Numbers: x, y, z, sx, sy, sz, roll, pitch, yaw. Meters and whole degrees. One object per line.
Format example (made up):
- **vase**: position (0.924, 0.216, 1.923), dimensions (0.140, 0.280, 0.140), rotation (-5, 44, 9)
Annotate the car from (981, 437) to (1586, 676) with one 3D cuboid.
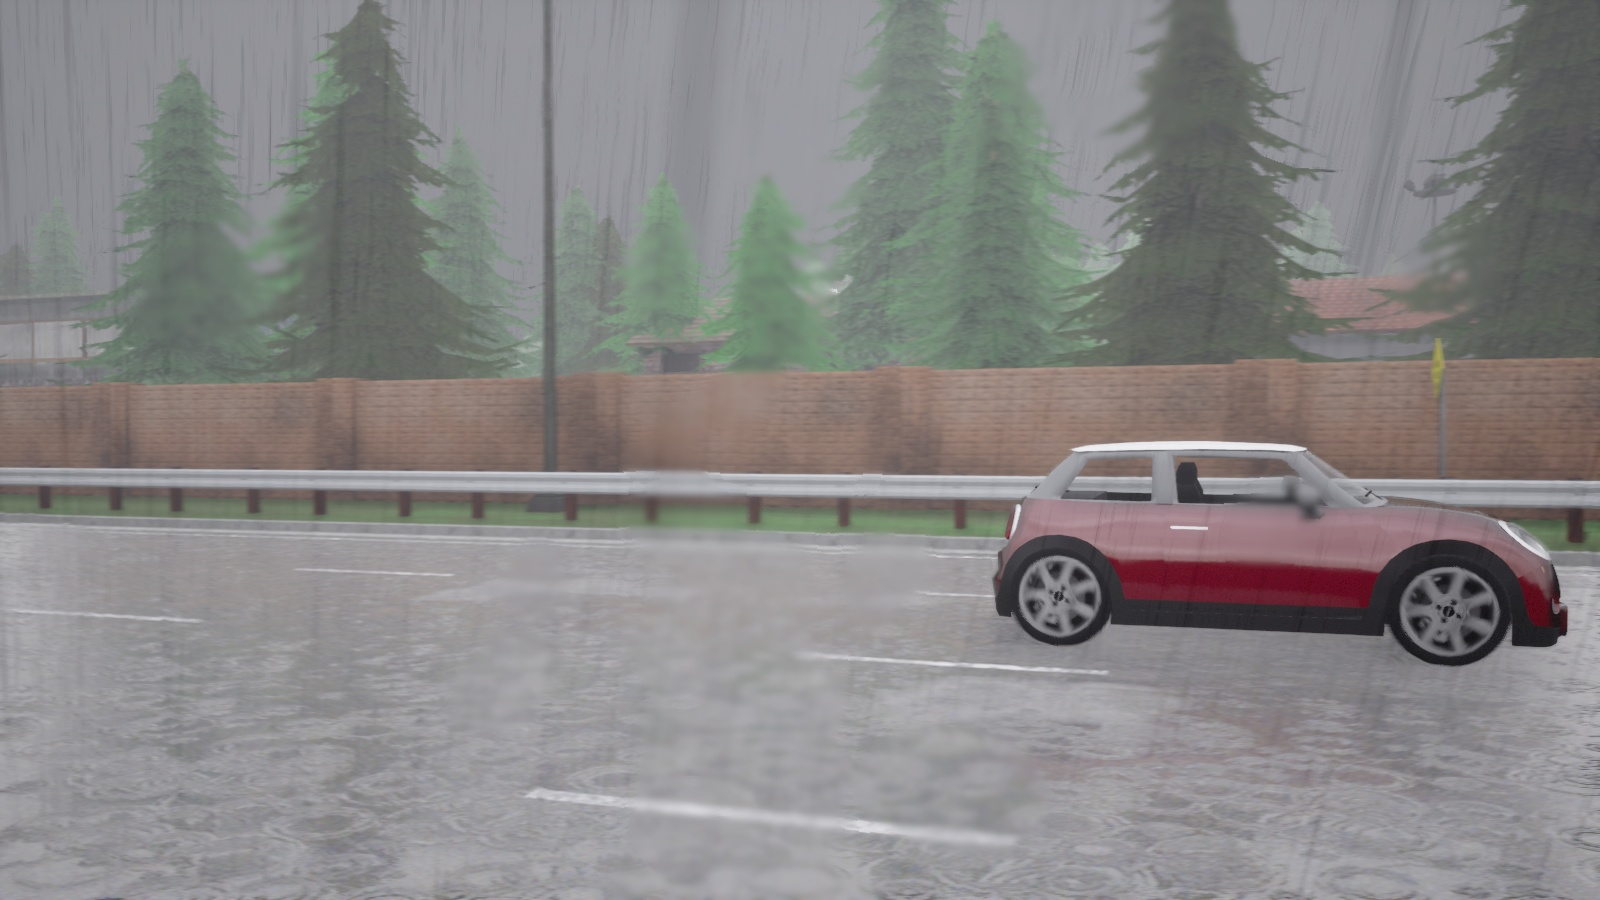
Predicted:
- **car**: position (3.435, 0.654, 9.422), dimensions (3.806, 1.475, 1.970), rotation (1, 1, 19)
